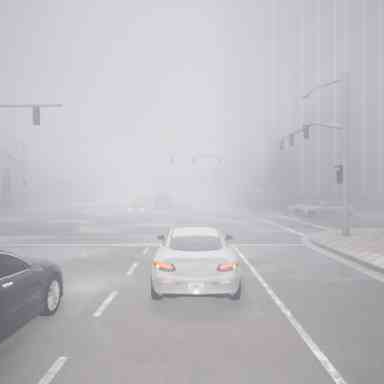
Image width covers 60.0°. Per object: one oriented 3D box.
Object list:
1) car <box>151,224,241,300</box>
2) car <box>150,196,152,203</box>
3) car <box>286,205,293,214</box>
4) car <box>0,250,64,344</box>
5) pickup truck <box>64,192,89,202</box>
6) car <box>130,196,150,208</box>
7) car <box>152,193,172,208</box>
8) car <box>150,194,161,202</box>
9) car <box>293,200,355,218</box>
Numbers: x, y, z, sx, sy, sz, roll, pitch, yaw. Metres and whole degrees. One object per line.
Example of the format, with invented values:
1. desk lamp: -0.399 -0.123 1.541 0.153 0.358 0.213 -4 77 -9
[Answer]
1. car: 0.080 1.526 8.252 1.812 1.442 4.674 0 0 0
2. car: -7.957 1.506 61.800 1.837 1.490 4.892 0 -1 0
3. car: 11.602 1.525 32.524 4.674 1.442 1.812 0 0 0
4. car: -3.434 1.505 4.603 1.837 1.490 4.892 0 0 1
5. pickup truck: -24.637 1.057 70.312 2.390 2.098 6.274 0 0 30
6. car: -7.796 1.477 48.718 1.882 1.535 5.008 0 0 -1
7. car: -4.114 1.220 48.621 2.150 2.045 5.566 0 0 -1
8. car: -8.064 1.352 74.011 2.097 1.767 4.553 0 0 -1
9. car: 11.686 1.525 29.026 4.674 1.442 1.812 0 0 0
